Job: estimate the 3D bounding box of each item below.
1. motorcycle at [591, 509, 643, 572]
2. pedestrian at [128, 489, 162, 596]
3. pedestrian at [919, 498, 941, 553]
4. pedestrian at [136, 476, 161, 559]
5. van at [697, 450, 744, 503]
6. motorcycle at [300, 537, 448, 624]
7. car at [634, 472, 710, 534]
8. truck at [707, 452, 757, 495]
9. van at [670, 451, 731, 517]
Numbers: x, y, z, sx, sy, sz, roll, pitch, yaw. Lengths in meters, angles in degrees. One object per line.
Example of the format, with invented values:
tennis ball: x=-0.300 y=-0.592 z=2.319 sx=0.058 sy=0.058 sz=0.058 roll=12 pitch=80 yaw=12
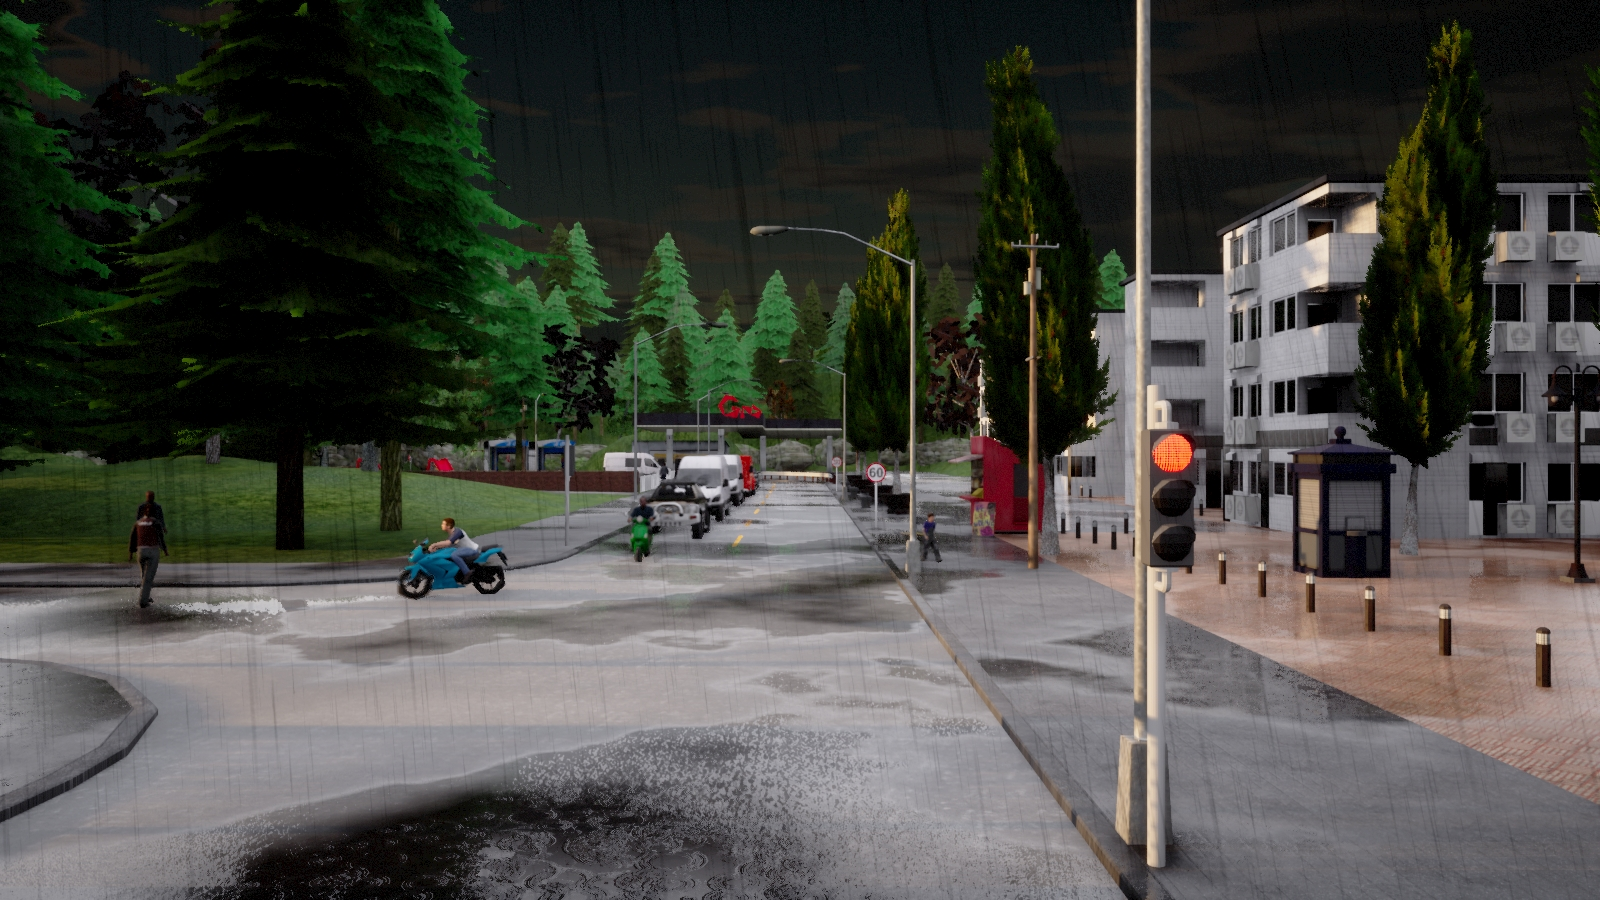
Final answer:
motorcycle: x=-3.993 y=1.958 z=25.016 sx=0.856 sy=1.236 sz=1.805 roll=0 pitch=0 yaw=0
pedestrian: x=-11.542 y=1.625 z=20.132 sx=0.375 sy=1.860 sz=0.375 roll=0 pitch=0 yaw=1
pedestrian: x=3.120 y=1.800 z=27.352 sx=0.375 sy=1.300 sz=0.375 roll=0 pitch=0 yaw=-28
pedestrian: x=-14.731 y=1.520 z=25.841 sx=0.375 sy=1.860 sz=0.375 roll=0 pitch=0 yaw=39
van: x=-3.999 y=1.304 z=58.506 sx=1.988 sy=2.561 sz=5.915 roll=0 pitch=0 yaw=0
motorcycle: x=-6.597 y=1.991 z=17.708 sx=2.033 sy=1.145 sz=0.803 roll=0 pitch=1 yaw=-30
car: x=-4.062 y=1.640 z=36.856 sx=1.932 sy=1.855 sz=4.605 roll=0 pitch=-1 yaw=0
truck: x=-3.992 y=1.334 z=68.032 sx=2.627 sy=2.467 sz=5.204 roll=0 pitch=0 yaw=0
van: x=-4.011 y=1.307 z=46.988 sx=1.988 sy=2.561 sz=5.915 roll=0 pitch=0 yaw=0
